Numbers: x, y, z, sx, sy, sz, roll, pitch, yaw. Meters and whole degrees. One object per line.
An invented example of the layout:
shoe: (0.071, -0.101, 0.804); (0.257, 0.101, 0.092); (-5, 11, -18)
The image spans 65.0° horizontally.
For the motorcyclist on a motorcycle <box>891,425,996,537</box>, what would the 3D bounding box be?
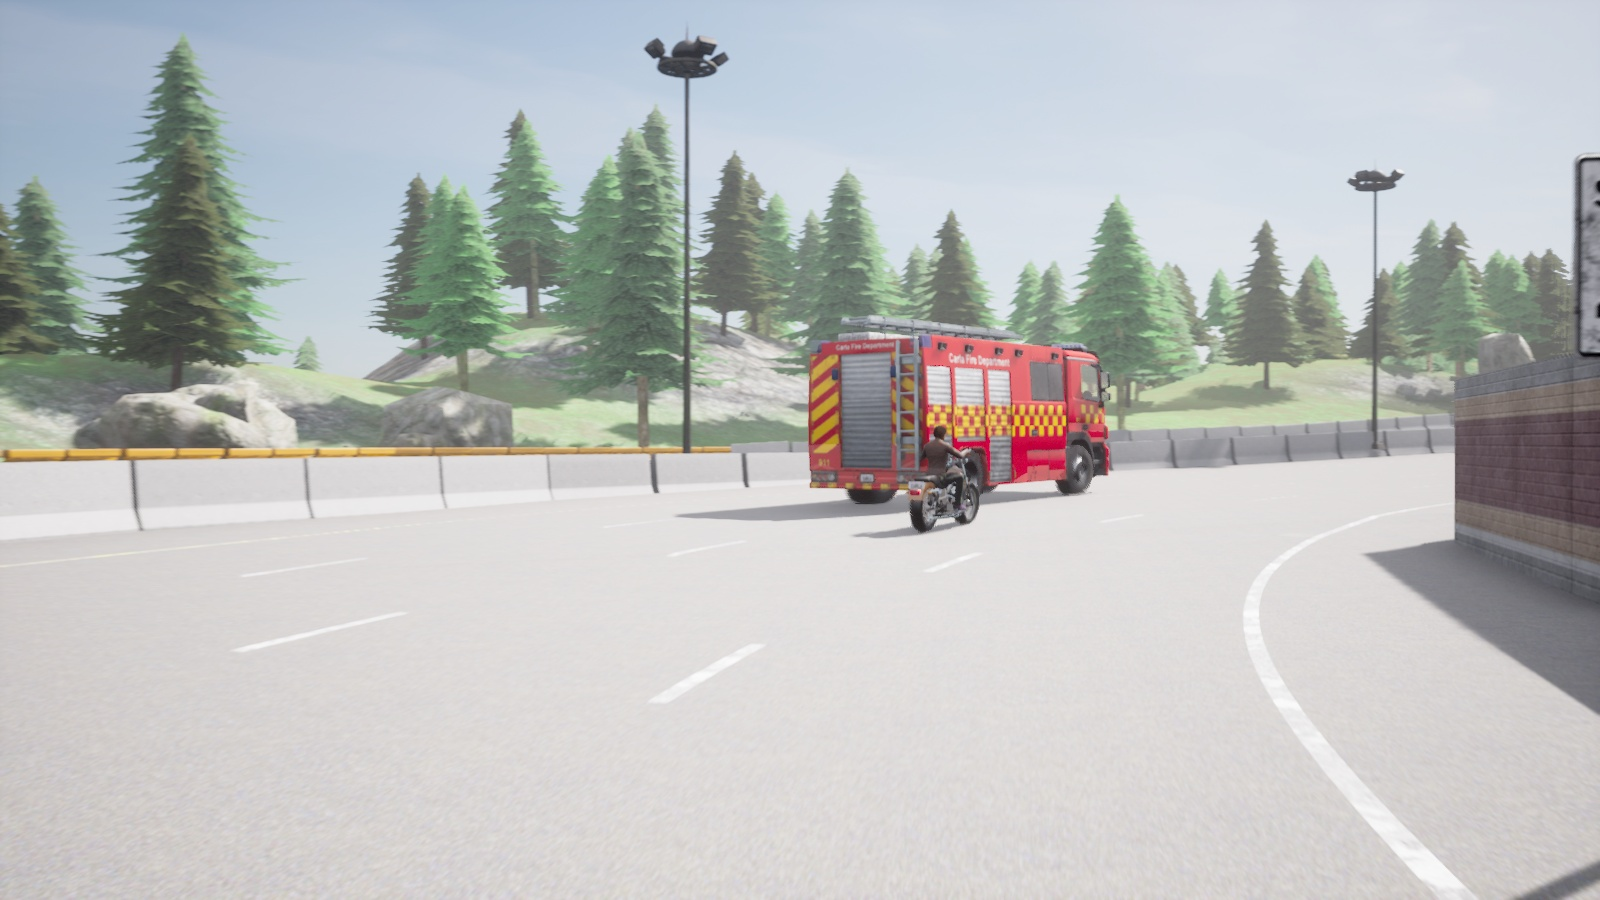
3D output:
motorcyclist on a motorcycle: (2.266, 0.435, 19.560); (0.766, 1.649, 2.350); (0, 1, 30)

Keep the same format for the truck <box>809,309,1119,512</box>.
truck: (3.955, -0.813, 27.934); (2.891, 3.827, 8.468); (0, 1, 38)
